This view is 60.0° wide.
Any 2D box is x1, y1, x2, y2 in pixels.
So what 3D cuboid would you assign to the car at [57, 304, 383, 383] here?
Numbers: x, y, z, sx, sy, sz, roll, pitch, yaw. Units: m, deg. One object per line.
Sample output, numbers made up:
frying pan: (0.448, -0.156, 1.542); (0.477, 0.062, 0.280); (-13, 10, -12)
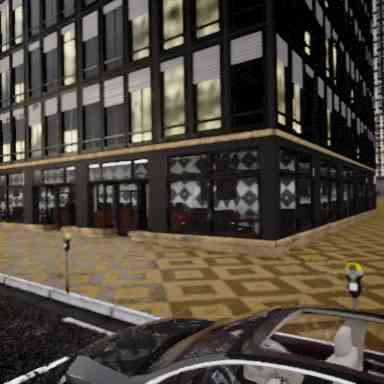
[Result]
car: (0.792, 1.556, 2.320); (4.403, 1.369, 2.008); (-1, -1, 36)
